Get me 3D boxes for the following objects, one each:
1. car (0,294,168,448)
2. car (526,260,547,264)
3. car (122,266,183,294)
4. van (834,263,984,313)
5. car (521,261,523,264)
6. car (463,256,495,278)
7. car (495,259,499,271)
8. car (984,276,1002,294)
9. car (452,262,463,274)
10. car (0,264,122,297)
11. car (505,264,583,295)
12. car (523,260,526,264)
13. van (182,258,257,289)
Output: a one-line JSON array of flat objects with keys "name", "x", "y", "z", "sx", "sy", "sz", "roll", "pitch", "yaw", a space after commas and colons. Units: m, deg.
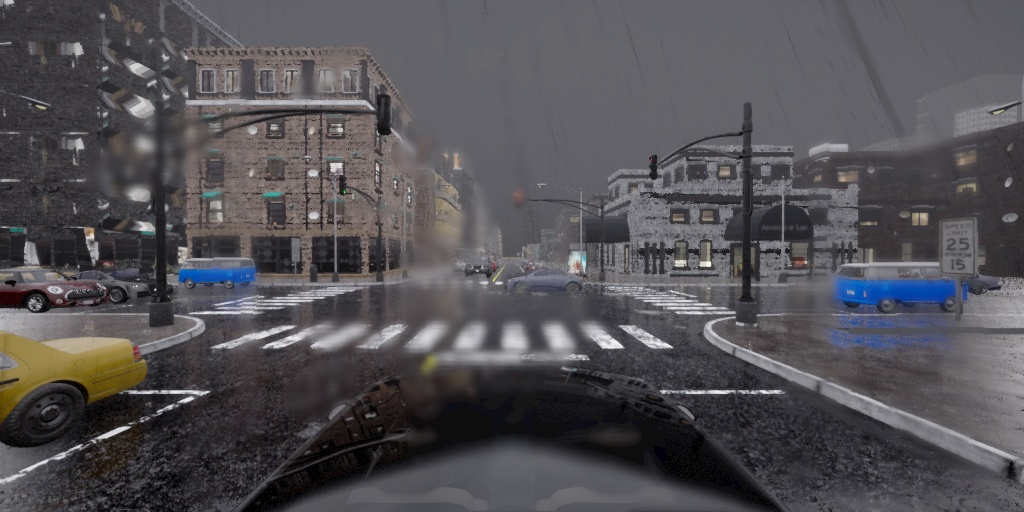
[{"name": "car", "x": -5.692, "y": 1.275, "z": 2.615, "sx": 1.751, "sy": 1.417, "sz": 4.829, "roll": 0, "pitch": 0, "yaw": 0}, {"name": "car", "x": 2.684, "y": 1.196, "z": 35.254, "sx": 1.967, "sy": 1.591, "sz": 4.097, "roll": 0, "pitch": 0, "yaw": 0}, {"name": "car", "x": -17.736, "y": 1.296, "z": 15.892, "sx": 4.181, "sy": 1.385, "sz": 1.994, "roll": 0, "pitch": 0, "yaw": 0}, {"name": "van", "x": 14.653, "y": 1.156, "z": 13.555, "sx": 3.998, "sy": 1.789, "sz": 1.690, "roll": 0, "pitch": 0, "yaw": 0}, {"name": "car", "x": 2.681, "y": 1.321, "z": 52.344, "sx": 2.007, "sy": 1.370, "sz": 4.403, "roll": 0, "pitch": 0, "yaw": 0}, {"name": "car", "x": -3.100, "y": 0.977, "z": 34.763, "sx": 2.150, "sy": 2.045, "sz": 5.566, "roll": 0, "pitch": 0, "yaw": 0}, {"name": "car", "x": -3.106, "y": 0.985, "z": 45.354, "sx": 2.150, "sy": 2.045, "sz": 5.566, "roll": 0, "pitch": 0, "yaw": 0}, {"name": "car", "x": 22.898, "y": 1.342, "z": 19.403, "sx": 5.357, "sy": 1.411, "sz": 2.033, "roll": 0, "pitch": 0, "yaw": 0}, {"name": "car", "x": -5.698, "y": 1.311, "z": 40.937, "sx": 2.007, "sy": 1.370, "sz": 4.403, "roll": 0, "pitch": 0, "yaw": 0}, {"name": "car", "x": -17.724, "y": 1.190, "z": 13.309, "sx": 4.097, "sy": 1.591, "sz": 1.967, "roll": 0, "pitch": 0, "yaw": 0}, {"name": "car", "x": 1.694, "y": 1.308, "z": 19.241, "sx": 4.181, "sy": 1.385, "sz": 1.994, "roll": 0, "pitch": 0, "yaw": 0}, {"name": "car", "x": 2.682, "y": 1.347, "z": 46.647, "sx": 1.802, "sy": 1.307, "sz": 4.207, "roll": 0, "pitch": 0, "yaw": 0}, {"name": "van", "x": -17.769, "y": 1.030, "z": 21.689, "sx": 3.998, "sy": 1.789, "sz": 1.690, "roll": 0, "pitch": 0, "yaw": 0}]
